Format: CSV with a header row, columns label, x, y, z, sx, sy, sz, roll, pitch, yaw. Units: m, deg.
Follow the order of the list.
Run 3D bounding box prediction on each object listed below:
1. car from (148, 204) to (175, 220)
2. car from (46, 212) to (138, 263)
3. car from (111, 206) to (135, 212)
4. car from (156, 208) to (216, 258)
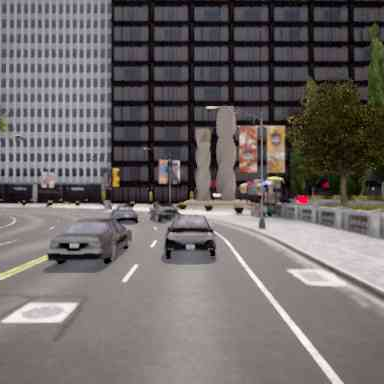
label,x,y,z,sx,sy,sz,roll,pitch,yaw
car,-2.581,1.836,29.698,1.837,1.490,4.892,0,0,-20
car,-3.560,1.687,12.495,2.033,1.411,5.357,0,-1,0
car,-5.926,1.882,28.660,1.994,1.385,4.181,0,-1,-20
car,-0.082,1.643,13.491,2.128,1.511,4.902,0,0,-1
